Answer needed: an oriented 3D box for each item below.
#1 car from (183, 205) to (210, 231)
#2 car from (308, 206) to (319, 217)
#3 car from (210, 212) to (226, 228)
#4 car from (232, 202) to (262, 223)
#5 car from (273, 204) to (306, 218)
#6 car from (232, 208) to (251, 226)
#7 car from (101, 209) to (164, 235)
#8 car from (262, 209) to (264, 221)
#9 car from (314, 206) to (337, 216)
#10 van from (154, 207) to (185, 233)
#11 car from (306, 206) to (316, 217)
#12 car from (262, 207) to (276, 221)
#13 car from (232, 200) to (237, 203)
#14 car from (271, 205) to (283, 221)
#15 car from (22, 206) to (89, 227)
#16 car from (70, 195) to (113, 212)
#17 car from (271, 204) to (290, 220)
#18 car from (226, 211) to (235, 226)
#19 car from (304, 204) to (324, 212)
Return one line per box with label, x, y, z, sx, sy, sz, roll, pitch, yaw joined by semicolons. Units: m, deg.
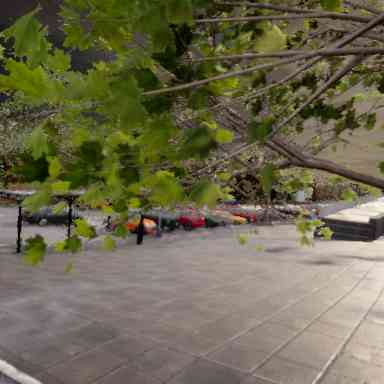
car;-1.531;2.483;32.512;5.566;2.045;2.435;6;2;16
car;20.974;3.901;64.306;5.366;1.575;1.946;6;2;15
car;0.288;2.576;34.942;5.566;2.045;2.435;6;2;16
car;5.537;2.833;42.265;5.566;2.045;2.435;6;2;15
car;15.988;3.375;56.924;5.566;2.045;2.435;6;2;15
car;3.919;3.011;39.789;5.366;1.575;1.946;6;2;16
car;-5.102;2.431;27.671;4.553;1.767;2.185;6;2;16
car;7.254;3.198;44.718;4.792;1.488;2.163;6;2;15
car;31.635;4.444;78.904;4.553;1.767;2.185;6;2;15
van;-3.388;2.412;30.107;4.442;1.987;1.878;6;2;16
car;19.593;3.838;61.771;5.366;1.575;1.946;6;2;15
car;8.974;3.256;47.157;4.892;1.521;2.231;6;2;15
car;7.218;2.295;68.375;2.150;2.045;5.566;6;2;36
car;10.753;3.221;49.588;4.553;1.767;2.185;6;2;15
car;-11.458;1.961;27.581;1.837;1.490;4.892;7;0;37
car;-12.352;1.431;41.178;2.097;1.767;4.553;6;2;36
car;12.435;3.304;52.055;4.553;1.767;2.185;6;2;15
car;1.983;2.949;37.402;4.674;1.452;2.002;6;2;16
car;22.890;3.777;66.696;5.566;2.045;2.435;6;2;15
